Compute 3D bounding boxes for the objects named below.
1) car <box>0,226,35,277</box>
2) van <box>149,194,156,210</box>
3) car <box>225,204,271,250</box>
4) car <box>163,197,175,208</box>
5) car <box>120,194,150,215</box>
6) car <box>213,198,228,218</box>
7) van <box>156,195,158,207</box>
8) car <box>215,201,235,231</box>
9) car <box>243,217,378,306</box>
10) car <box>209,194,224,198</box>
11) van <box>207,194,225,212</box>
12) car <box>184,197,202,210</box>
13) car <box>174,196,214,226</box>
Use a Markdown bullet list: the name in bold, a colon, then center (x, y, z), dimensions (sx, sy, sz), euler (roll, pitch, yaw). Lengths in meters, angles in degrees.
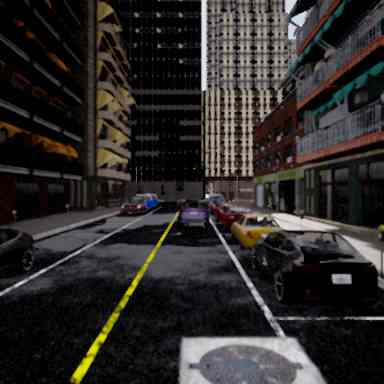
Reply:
- **car**: center (-5.309, 1.517, 7.787), dimensions (1.947, 1.339, 4.313), euler (0, 0, 0)
- **van**: center (-5.300, 1.142, 36.235), dimensions (1.690, 1.788, 3.998), euler (0, 0, 0)
- **car**: center (2.573, 1.442, 13.652), dimensions (1.752, 1.417, 4.829), euler (0, 0, 0)
- **car**: center (-2.769, 1.368, 43.778), dimensions (1.895, 1.301, 4.718), euler (0, 0, 1)
- **car**: center (-5.302, 1.268, 30.545), dimensions (1.967, 1.590, 4.097), euler (0, 0, 0)
- **car**: center (2.576, 1.400, 24.859), dimensions (1.887, 1.381, 4.507), euler (0, 0, 0)
- **van**: center (-5.298, 1.116, 41.925), dimensions (1.690, 1.788, 3.998), euler (0, 0, 0)
- **car**: center (2.575, 1.430, 19.169), dimensions (1.887, 1.381, 4.507), euler (0, 0, 0)
- **car**: center (2.572, 1.517, 7.792), dimensions (1.947, 1.339, 4.313), euler (0, 0, 0)
- **car**: center (2.578, 1.267, 30.548), dimensions (1.967, 1.590, 4.097), euler (0, 0, 0)
- **van**: center (2.580, 1.142, 36.238), dimensions (1.690, 1.788, 3.998), euler (0, 0, 0)
- **car**: center (0.112, 1.327, 40.815), dimensions (2.033, 1.411, 5.357), euler (0, 0, 0)
- **car**: center (0.105, 1.302, 21.965), dimensions (2.033, 1.649, 4.856), euler (0, 1, 0)
